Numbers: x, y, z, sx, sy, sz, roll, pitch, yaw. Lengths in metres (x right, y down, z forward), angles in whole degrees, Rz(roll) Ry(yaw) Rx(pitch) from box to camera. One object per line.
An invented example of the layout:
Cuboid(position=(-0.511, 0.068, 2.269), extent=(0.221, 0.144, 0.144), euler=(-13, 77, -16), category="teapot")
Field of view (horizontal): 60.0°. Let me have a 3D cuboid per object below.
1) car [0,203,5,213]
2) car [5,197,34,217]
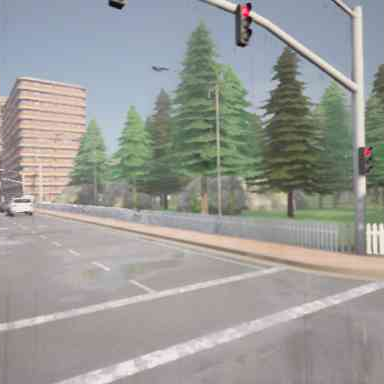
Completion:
Cuboid(position=(-25.586, 2.119, 46.576), extent=(2.033, 1.411, 5.357), euler=(-1, 0, -35), category="car")
Cuboid(position=(-19.519, 1.657, 37.817), extent=(2.150, 2.045, 5.566), euler=(-1, 0, -34), category="car")
